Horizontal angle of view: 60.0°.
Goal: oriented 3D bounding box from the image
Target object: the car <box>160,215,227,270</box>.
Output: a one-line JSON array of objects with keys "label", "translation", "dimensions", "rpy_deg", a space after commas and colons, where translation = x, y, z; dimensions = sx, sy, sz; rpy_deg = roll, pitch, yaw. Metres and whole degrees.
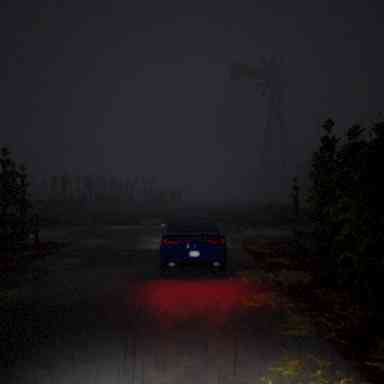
[{"label": "car", "translation": [-0.028, 1.491, 11.091], "dimensions": [1.882, 1.535, 5.008], "rpy_deg": [0, -1, -2]}]
